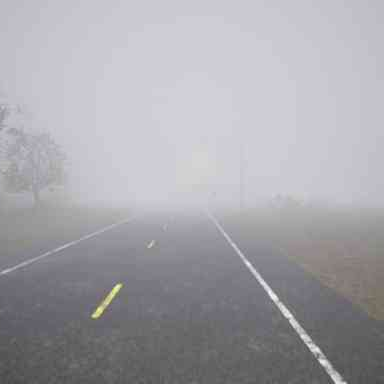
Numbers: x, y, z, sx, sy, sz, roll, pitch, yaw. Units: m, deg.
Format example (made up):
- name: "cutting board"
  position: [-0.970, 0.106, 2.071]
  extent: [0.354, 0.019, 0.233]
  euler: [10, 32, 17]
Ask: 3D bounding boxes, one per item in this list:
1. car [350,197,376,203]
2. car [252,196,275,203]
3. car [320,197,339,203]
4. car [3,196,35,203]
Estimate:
- name: "car"
  position: [36.519, 1.707, 71.047]
  extent: [4.718, 1.301, 1.895]
  euler: [0, 0, -2]
- name: "car"
  position: [15.110, 1.546, 70.425]
  extent: [4.892, 1.490, 1.837]
  euler: [0, 0, -2]
- name: "car"
  position: [25.182, 1.634, 63.703]
  extent: [5.357, 1.411, 2.033]
  euler: [0, 0, -2]
- name: "car"
  position: [-32.335, 1.403, 62.114]
  extent: [5.357, 1.411, 2.033]
  euler: [0, 0, -2]
